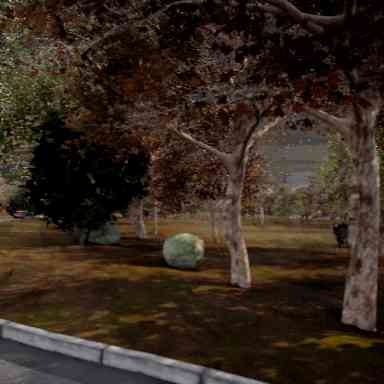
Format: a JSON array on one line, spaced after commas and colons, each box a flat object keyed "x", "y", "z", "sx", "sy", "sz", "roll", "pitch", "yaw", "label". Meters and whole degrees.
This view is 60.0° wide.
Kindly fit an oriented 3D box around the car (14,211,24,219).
[{"x": -27.267, "y": 3.736, "z": 53.559, "sx": 2.128, "sy": 1.511, "sz": 4.902, "roll": -1, "pitch": -4, "yaw": -16, "label": "car"}]

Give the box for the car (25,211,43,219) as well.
[{"x": -29.911, "y": 4.393, "z": 63.218, "sx": 2.033, "sy": 1.411, "sz": 5.357, "roll": -1, "pitch": -4, "yaw": -14, "label": "car"}]
